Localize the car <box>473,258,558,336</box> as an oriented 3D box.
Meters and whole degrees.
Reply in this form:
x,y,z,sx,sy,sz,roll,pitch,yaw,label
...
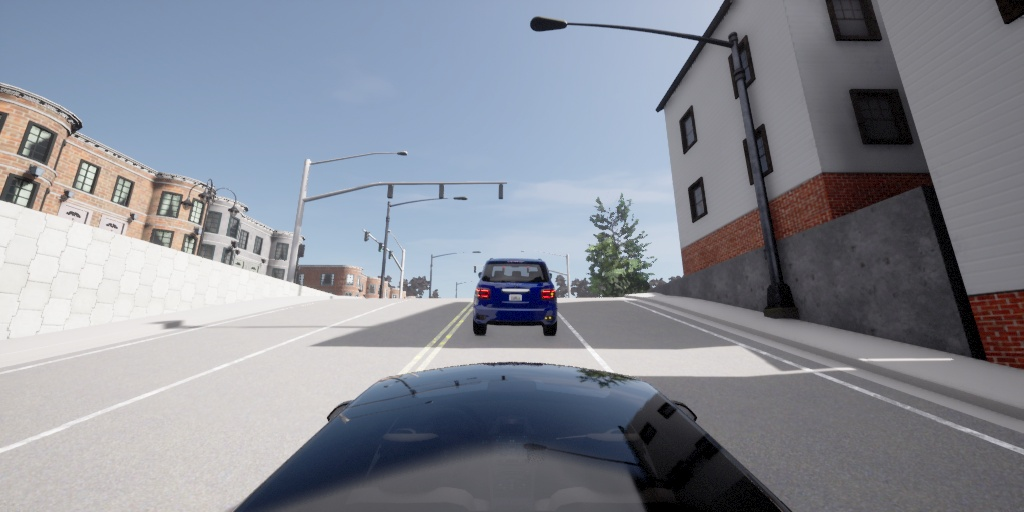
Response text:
x,y,z,sx,sy,sz,roll,pitch,yaw,label
0.094,1.097,11.036,2.150,2.045,5.566,1,-1,0,car
